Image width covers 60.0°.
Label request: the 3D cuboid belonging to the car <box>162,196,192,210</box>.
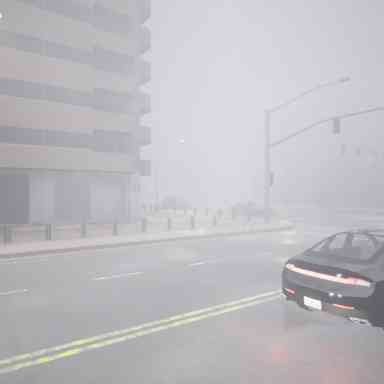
[{"bbox_3d":[-1.898,1.296,41.284,2.097,1.767,4.553,0,0,-35],"label":"car"}]

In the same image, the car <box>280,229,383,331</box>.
[{"bbox_3d":[3.848,1.492,6.486,4.902,1.511,2.128,0,0,-35],"label":"car"}]

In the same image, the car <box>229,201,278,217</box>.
[{"bbox_3d":[5.578,1.545,30.575,1.895,1.301,4.718,0,0,-34],"label":"car"}]
